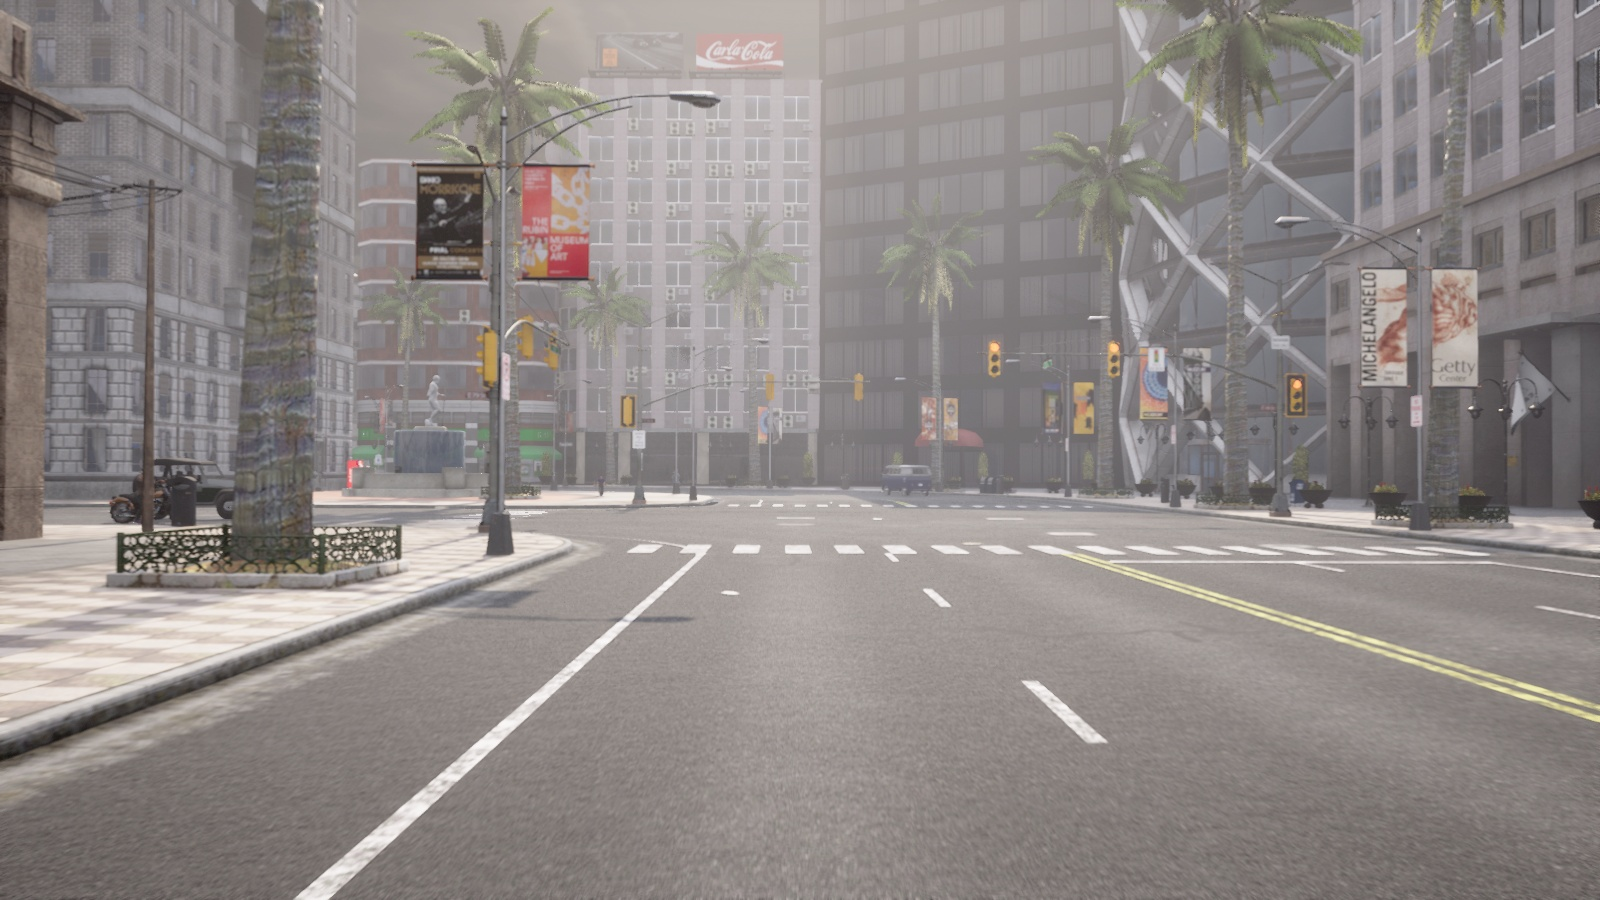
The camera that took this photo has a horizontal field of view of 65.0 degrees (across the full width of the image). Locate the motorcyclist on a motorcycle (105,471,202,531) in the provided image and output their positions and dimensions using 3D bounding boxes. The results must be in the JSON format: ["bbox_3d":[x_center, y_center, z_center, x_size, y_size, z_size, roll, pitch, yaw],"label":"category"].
[{"bbox_3d":[-18.258,1.433,35.505,2.350,1.649,0.766,0,-1,0],"label":"motorcyclist on a motorcycle"}]

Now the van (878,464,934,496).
[{"bbox_3d":[6.760,1.892,80.772,1.775,1.987,4.442,0,-1,-22],"label":"van"}]

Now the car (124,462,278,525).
[{"bbox_3d":[-18.555,1.338,39.005,3.866,1.878,1.905,0,-1,0],"label":"car"}]
